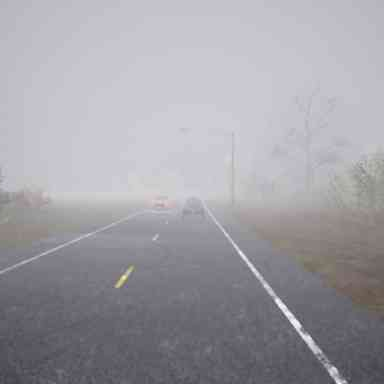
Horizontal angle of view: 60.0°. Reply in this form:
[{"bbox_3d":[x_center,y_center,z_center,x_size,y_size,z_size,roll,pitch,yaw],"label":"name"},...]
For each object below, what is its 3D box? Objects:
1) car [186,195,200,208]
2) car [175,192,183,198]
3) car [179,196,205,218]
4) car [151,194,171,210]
[{"bbox_3d":[0.109,1.272,45.549,1.837,1.490,4.892,0,1,0],"label":"car"},{"bbox_3d":[-3.479,0.831,89.510,2.097,1.767,4.553,0,0,0],"label":"car"},{"bbox_3d":[0.107,1.355,28.598,2.128,1.511,4.902,0,0,0],"label":"car"},{"bbox_3d":[-3.581,1.155,38.931,2.097,1.767,4.553,0,0,0],"label":"car"}]
